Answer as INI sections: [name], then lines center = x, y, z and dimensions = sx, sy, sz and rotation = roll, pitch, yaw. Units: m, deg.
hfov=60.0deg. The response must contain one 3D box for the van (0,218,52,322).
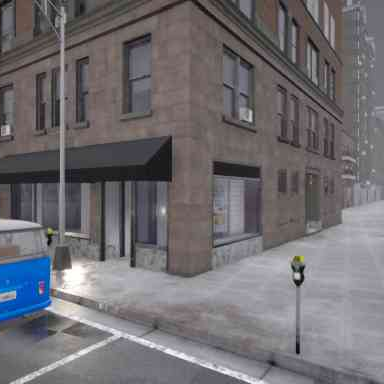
[van]
center = -4.298, 1.340, 6.085
dimensions = 3.998, 1.788, 1.690
rotation = 0, 0, 35
